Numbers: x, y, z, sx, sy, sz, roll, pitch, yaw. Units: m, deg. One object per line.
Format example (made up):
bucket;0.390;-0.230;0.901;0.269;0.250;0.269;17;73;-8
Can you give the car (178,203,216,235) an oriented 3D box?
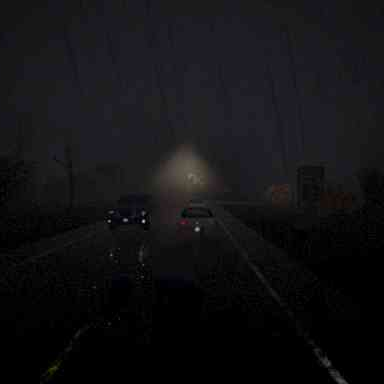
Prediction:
car;0.270;1.493;18.146;1.895;1.301;4.718;0;0;1

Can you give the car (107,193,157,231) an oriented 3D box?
car;-3.394;1.097;19.973;2.150;2.045;5.566;0;0;1

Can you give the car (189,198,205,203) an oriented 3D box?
car;0.555;1.388;38.071;1.895;1.301;4.718;0;0;1
